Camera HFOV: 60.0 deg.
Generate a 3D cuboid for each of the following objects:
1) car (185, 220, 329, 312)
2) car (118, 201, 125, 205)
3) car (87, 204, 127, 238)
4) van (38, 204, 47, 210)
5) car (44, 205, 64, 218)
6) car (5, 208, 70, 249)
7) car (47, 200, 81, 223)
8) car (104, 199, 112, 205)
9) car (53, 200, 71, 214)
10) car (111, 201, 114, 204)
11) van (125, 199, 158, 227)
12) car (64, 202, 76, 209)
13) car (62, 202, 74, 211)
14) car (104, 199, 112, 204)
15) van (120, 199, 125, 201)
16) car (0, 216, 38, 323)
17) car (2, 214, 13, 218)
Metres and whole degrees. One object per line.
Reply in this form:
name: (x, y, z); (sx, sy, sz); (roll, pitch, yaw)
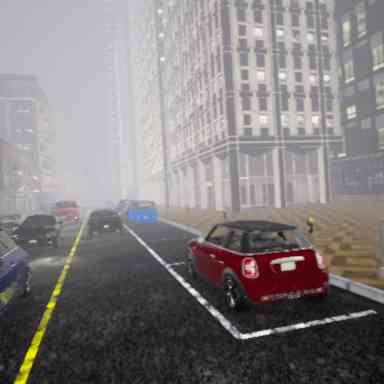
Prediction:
car: (1.149, 1.353, 7.699); (1.967, 1.590, 4.097); (-3, 0, -16)
car: (-5.147, 1.767, 29.395); (2.008, 1.369, 4.403); (-3, 0, -16)
car: (-5.232, 1.726, 19.994); (1.882, 1.535, 5.008); (-3, 0, -16)
van: (-16.344, 2.178, 37.903); (1.690, 1.788, 3.998); (-3, 0, -16)
car: (-17.906, 2.497, 43.327); (1.802, 1.307, 4.206); (-3, 0, -16)
car: (-7.401, 1.856, 16.413); (1.882, 1.535, 5.008); (-3, 0, -16)
car: (-11.522, 1.791, 30.619); (2.150, 2.045, 5.566); (-3, 1, -16)
car: (-22.475, 2.656, 89.058); (1.947, 1.339, 4.313); (-3, 0, -16)
car: (-21.072, 2.388, 54.174); (2.192, 1.841, 5.009); (-3, 0, -16)
car: (-8.298, 1.937, 40.243); (1.947, 1.339, 4.313); (-3, 0, -16)
van: (-3.584, 1.481, 23.971); (1.690, 1.788, 3.998); (-3, 0, -16)
car: (-25.784, 2.862, 70.446); (2.008, 1.369, 4.403); (-3, 0, -16)
car: (-24.208, 2.797, 65.023); (1.947, 1.339, 4.313); (-3, 0, -16)
car: (-19.324, 2.508, 78.210); (1.802, 1.307, 4.206); (-3, 0, -16)
van: (-6.734, 1.635, 34.819); (1.690, 1.788, 3.998); (-3, 0, -16)
car: (-4.402, 1.586, 5.932); (2.097, 1.767, 4.553); (-3, 0, -15)
car: (-11.606, 2.156, 21.632); (2.008, 1.369, 4.403); (-3, 0, -16)
